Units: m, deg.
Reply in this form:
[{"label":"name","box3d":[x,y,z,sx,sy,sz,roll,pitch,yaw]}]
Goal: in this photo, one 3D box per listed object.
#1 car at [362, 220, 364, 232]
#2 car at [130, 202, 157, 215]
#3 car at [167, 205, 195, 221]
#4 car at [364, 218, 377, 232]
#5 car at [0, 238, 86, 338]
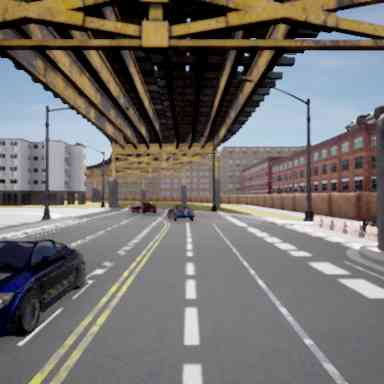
[{"label":"car","box3d":[12.175,1.690,18.376,4.974,1.542,2.038,0,-1,30]},{"label":"car","box3d":[-6.266,2.027,42.339,1.882,1.535,5.008,1,-1,-34]},{"label":"car","box3d":[-1.148,1.959,31.760,2.033,1.411,5.357,0,-1,-14]},{"label":"car","box3d":[12.220,1.532,18.353,4.536,1.218,1.853,0,-1,30]},{"label":"car","box3d":[-3.632,1.652,6.699,1.994,1.385,4.181,0,-1,0]}]
